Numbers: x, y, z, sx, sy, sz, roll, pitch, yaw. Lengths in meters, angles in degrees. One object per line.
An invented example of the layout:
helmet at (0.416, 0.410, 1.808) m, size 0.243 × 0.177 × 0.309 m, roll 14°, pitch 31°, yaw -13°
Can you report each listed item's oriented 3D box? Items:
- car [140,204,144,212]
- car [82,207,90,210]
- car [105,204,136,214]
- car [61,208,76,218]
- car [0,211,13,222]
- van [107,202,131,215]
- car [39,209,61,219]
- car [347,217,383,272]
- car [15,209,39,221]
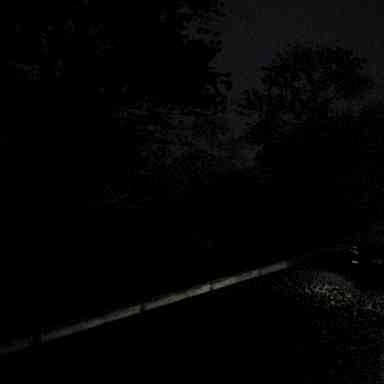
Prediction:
car at (-9.347, 2.647, 71.357) m, size 2.435 × 2.045 × 5.566 m, roll 0°, pitch -1°, yaw -44°
car at (-15.384, 2.805, 47.057) m, size 2.097 × 1.535 × 5.008 m, roll 0°, pitch -1°, yaw -44°
car at (-12.237, 2.848, 57.129) m, size 4.902 × 1.511 × 2.128 m, roll 0°, pitch -1°, yaw -44°
car at (-17.361, 2.854, 45.110) m, size 2.002 × 1.452 × 4.674 m, roll 0°, pitch -1°, yaw -45°
car at (-23.304, 2.842, 39.278) m, size 2.231 × 1.521 × 4.892 m, roll 0°, pitch 0°, yaw -45°
van at (-11.340, 2.561, 50.862) m, size 1.878 × 1.987 × 4.442 m, roll 0°, pitch -1°, yaw -44°
car at (-19.319, 2.696, 43.142) m, size 2.185 × 1.767 × 4.553 m, roll 0°, pitch 0°, yaw -44°
car at (6.520, 1.500, 10.284) m, size 5.008 × 1.535 × 1.882 m, roll 0°, pitch -1°, yaw -44°
car at (-21.316, 2.831, 41.214) m, size 2.097 × 1.535 × 5.008 m, roll 0°, pitch -1°, yaw -45°
